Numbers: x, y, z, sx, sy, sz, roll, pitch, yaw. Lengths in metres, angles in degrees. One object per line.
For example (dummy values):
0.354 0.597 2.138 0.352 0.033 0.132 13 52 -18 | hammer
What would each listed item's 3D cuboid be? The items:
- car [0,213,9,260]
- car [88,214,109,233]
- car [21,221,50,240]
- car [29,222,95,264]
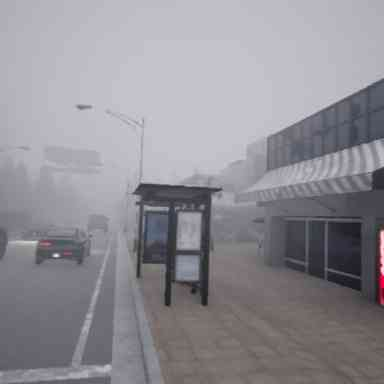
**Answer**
-8.846 1.730 12.699 2.150 2.045 5.566 3 -5 -12 | car
-11.104 3.698 39.410 2.150 2.045 5.566 3 -4 -12 | car
-11.817 2.980 26.060 1.994 1.385 4.181 3 -5 -12 | car
-5.727 2.336 15.164 1.837 1.490 4.892 3 -4 -12 | car
